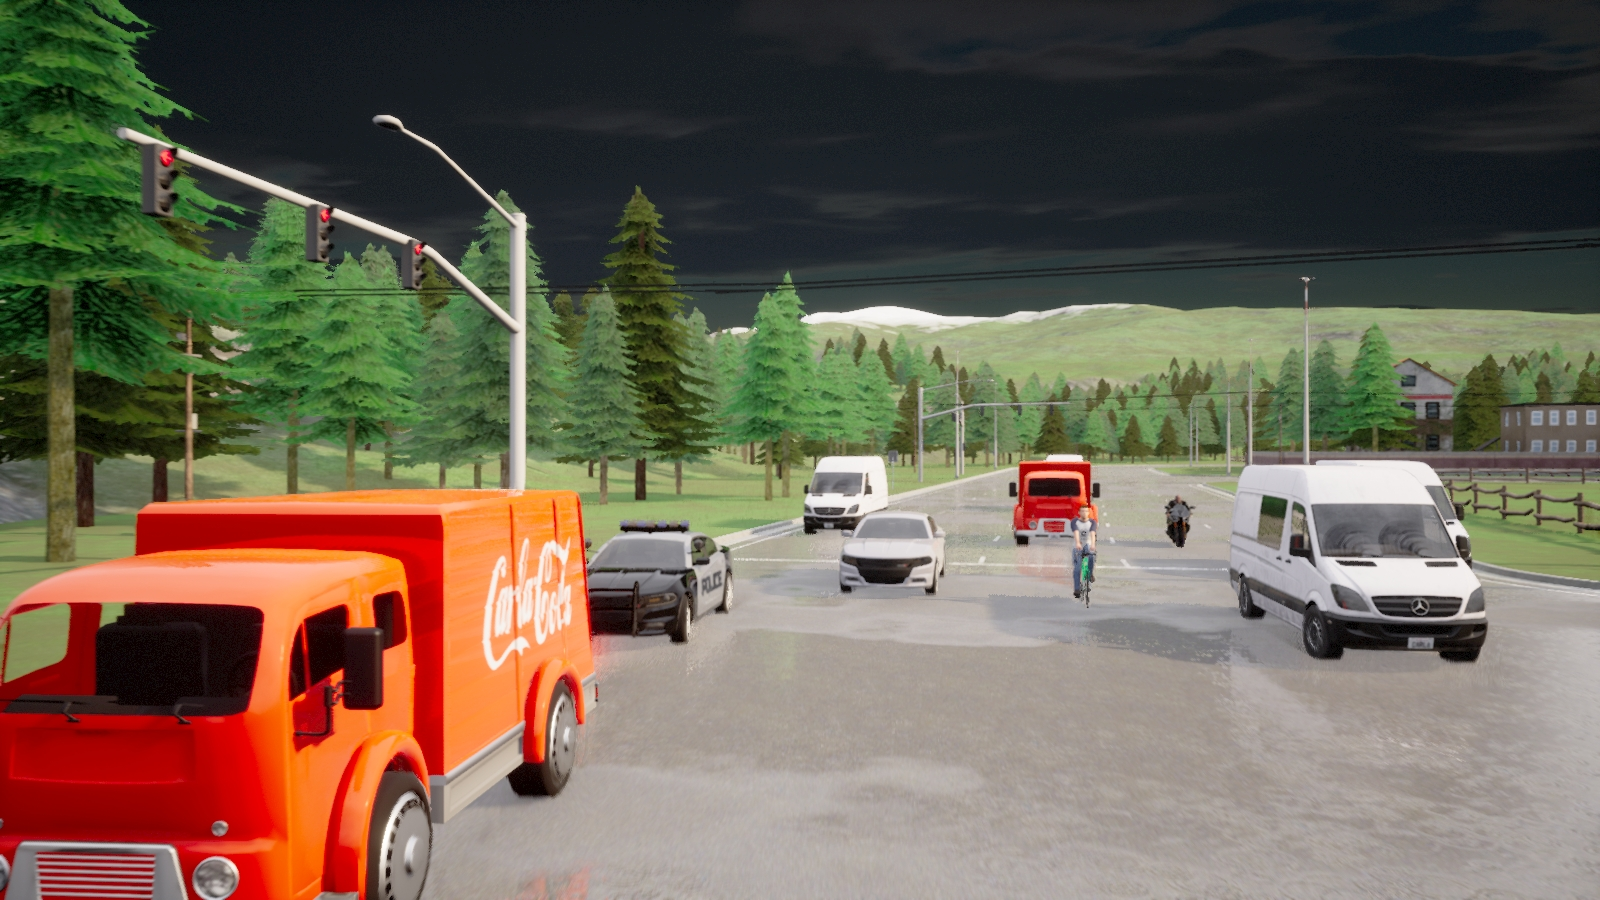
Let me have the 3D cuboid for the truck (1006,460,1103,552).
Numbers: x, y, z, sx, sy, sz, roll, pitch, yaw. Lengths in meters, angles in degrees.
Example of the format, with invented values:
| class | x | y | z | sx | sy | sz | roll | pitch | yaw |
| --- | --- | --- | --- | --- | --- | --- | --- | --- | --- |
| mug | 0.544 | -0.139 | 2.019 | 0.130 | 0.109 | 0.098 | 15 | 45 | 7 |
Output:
| class | x | y | z | sx | sy | sz | roll | pitch | yaw |
| --- | --- | --- | --- | --- | --- | --- | --- | --- | --- |
| truck | 7.612 | 1.552 | 34.140 | 2.627 | 2.467 | 5.204 | 0 | 0 | 13 |

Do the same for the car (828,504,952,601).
| class | x | y | z | sx | sy | sz | roll | pitch | yaw |
| --- | --- | --- | --- | --- | --- | --- | --- | --- | --- |
| car | 2.000 | 2.023 | 23.714 | 2.097 | 1.535 | 5.006 | 0 | 0 | 10 |

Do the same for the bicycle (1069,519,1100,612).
| class | x | y | z | sx | sy | sz | roll | pitch | yaw |
| --- | --- | --- | --- | --- | --- | --- | --- | --- | --- |
| bicycle | 5.133 | 2.047 | 20.650 | 0.373 | 1.496 | 1.643 | 0 | 1 | 8 |

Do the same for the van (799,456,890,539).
| class | x | y | z | sx | sy | sz | roll | pitch | yaw |
| --- | --- | --- | --- | --- | --- | --- | --- | --- | --- |
| van | 1.631 | 1.517 | 39.194 | 1.988 | 2.561 | 5.915 | 0 | 0 | 14 |

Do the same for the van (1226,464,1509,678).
| class | x | y | z | sx | sy | sz | roll | pitch | yaw |
| --- | --- | --- | --- | --- | --- | --- | --- | --- | --- |
| van | 8.115 | 1.527 | 17.110 | 1.988 | 2.561 | 5.915 | 0 | 0 | 8 |

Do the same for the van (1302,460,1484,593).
| class | x | y | z | sx | sy | sz | roll | pitch | yaw |
| --- | --- | --- | --- | --- | --- | --- | --- | --- | --- |
| van | 12.958 | 1.524 | 25.432 | 1.988 | 2.561 | 5.915 | 0 | 0 | 11 |

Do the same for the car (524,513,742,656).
| class | x | y | z | sx | sy | sz | roll | pitch | yaw |
| --- | --- | --- | --- | --- | --- | --- | --- | --- | --- |
| car | -2.434 | 1.973 | 18.220 | 2.097 | 1.638 | 5.238 | 0 | 0 | 7 |

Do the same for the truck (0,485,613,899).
| class | x | y | z | sx | sy | sz | roll | pitch | yaw |
| --- | --- | --- | --- | --- | --- | --- | --- | --- | --- |
| truck | -3.240 | 1.564 | 8.135 | 2.627 | 2.467 | 5.204 | 0 | 0 | 4 |

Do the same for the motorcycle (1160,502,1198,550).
| class | x | y | z | sx | sy | sz | roll | pitch | yaw |
| --- | --- | --- | --- | --- | --- | --- | --- | --- | --- |
| motorcycle | 11.025 | 2.191 | 33.326 | 0.867 | 1.251 | 2.209 | 0 | 0 | 13 |
